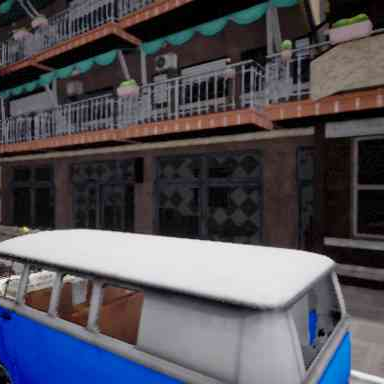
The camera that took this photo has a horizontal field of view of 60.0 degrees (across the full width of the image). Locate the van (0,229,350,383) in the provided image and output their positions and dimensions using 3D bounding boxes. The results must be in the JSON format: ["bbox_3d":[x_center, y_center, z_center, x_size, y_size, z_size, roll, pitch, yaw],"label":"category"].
[{"bbox_3d":[-0.586,1.351,3.273,3.998,1.788,1.690,0,1,35],"label":"van"}]
